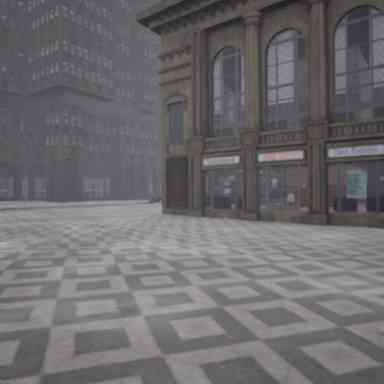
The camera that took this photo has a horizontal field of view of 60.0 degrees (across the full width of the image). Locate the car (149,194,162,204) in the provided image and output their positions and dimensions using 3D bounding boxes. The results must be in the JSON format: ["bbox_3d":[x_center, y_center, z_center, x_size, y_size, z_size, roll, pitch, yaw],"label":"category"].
[{"bbox_3d":[-4.415,1.048,51.166,1.882,1.535,5.008,-1,0,36],"label":"car"}]
